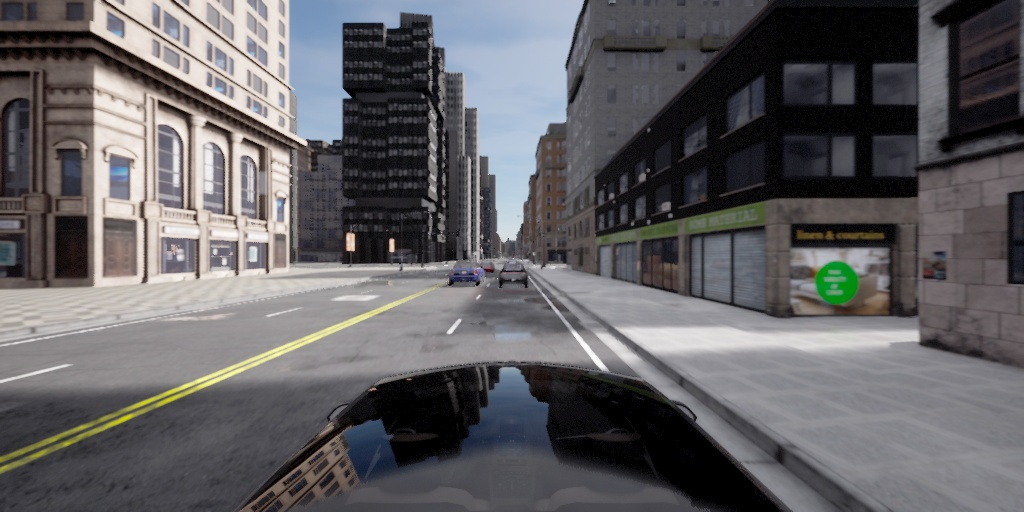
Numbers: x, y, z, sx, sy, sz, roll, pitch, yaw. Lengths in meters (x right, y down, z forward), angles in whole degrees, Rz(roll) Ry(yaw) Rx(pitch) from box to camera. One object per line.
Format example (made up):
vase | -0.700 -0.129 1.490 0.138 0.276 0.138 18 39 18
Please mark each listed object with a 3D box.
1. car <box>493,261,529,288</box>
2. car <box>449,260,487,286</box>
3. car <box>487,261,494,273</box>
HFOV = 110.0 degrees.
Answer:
car | 0.092 1.247 24.028 2.128 1.511 4.902 0 0 0
car | -3.158 1.109 25.719 2.097 1.767 4.553 0 0 0
car | -3.164 1.328 44.383 1.994 1.385 4.181 0 0 0
